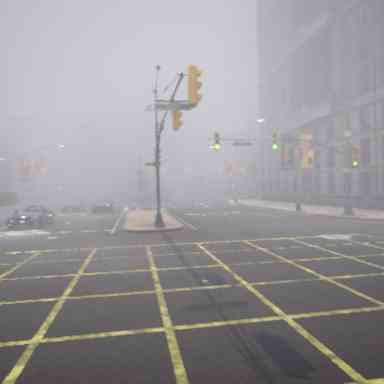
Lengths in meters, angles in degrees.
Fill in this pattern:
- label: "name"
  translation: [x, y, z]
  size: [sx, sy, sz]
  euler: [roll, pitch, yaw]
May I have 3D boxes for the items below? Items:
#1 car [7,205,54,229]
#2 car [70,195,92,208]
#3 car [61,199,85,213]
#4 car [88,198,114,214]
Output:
- label: "car"
  translation: [-10.445, 1.584, 21.796]
  size: [1.994, 1.385, 4.181]
  euler: [-1, 1, -10]
- label: "car"
  translation: [-13.821, 1.151, 41.553]
  size: [1.895, 1.301, 4.718]
  euler: [-1, 1, -10]
- label: "car"
  translation: [-12.852, 1.459, 36.065]
  size: [1.812, 1.442, 4.674]
  euler: [-1, 0, -10]
- label: "car"
  translation: [-8.945, 1.343, 33.631]
  size: [1.882, 1.535, 5.008]
  euler: [-1, 1, -10]
